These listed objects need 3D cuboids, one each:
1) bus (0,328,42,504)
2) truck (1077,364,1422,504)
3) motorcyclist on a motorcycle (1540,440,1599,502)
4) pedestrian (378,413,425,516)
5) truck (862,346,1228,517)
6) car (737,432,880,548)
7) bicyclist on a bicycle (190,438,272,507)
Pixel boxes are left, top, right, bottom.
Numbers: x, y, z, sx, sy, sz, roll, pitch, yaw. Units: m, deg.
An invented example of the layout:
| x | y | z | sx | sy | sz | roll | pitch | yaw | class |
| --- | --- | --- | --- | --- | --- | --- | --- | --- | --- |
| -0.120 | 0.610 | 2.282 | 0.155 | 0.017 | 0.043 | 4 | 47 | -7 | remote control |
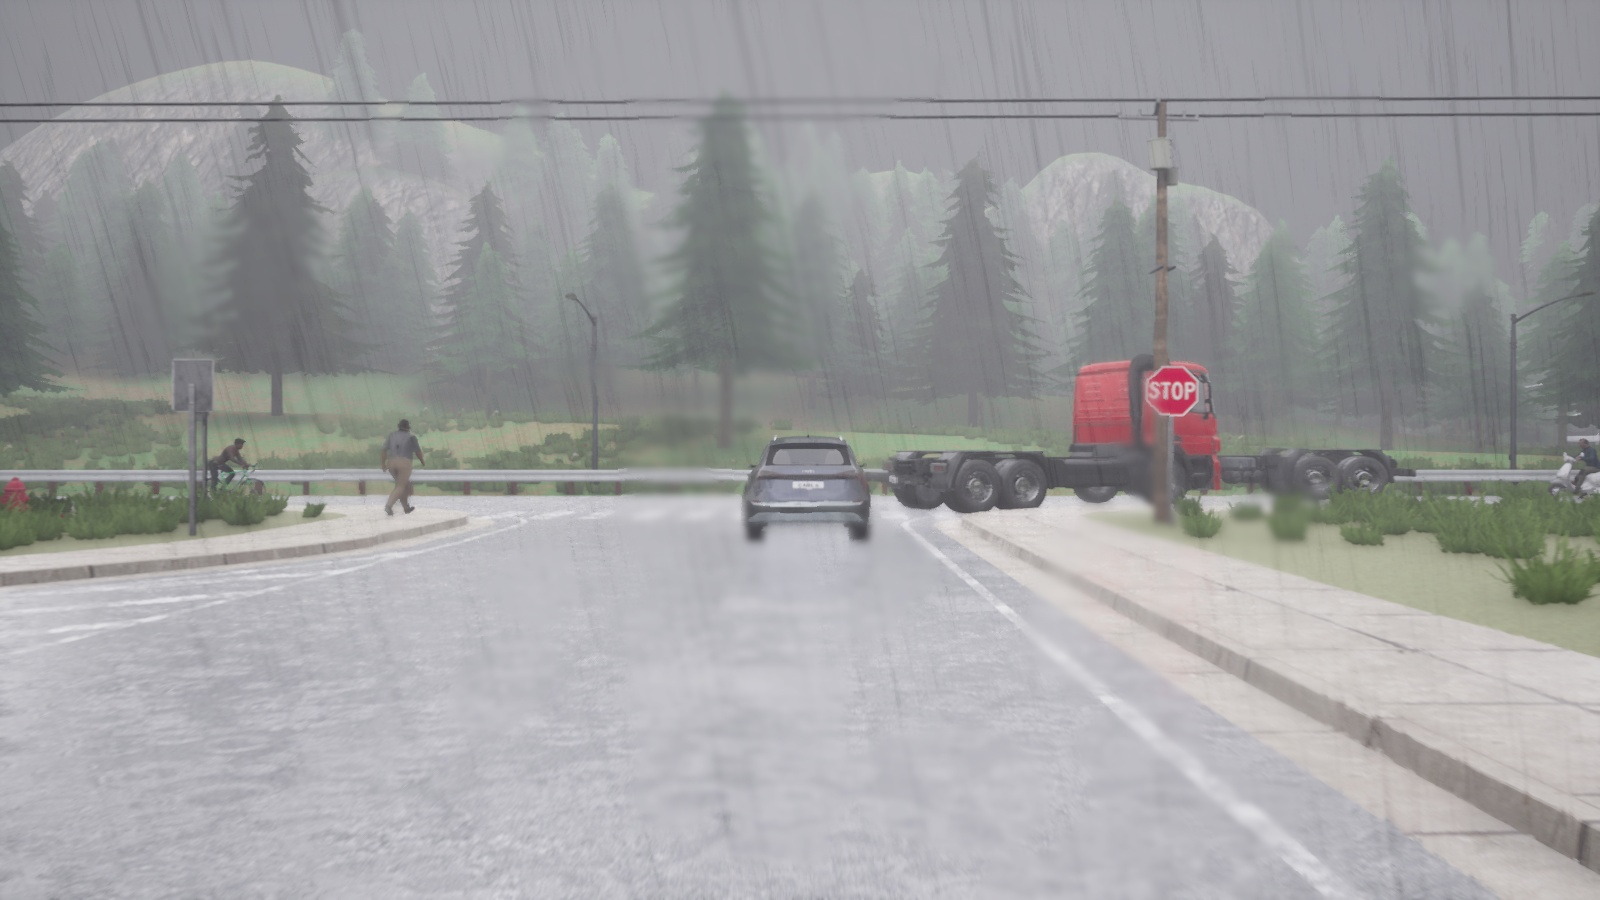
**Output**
| x | y | z | sx | sy | sz | roll | pitch | yaw | class |
| --- | --- | --- | --- | --- | --- | --- | --- | --- | --- |
| -24.391 | -0.819 | 29.979 | 10.273 | 4.253 | 3.944 | 0 | 0 | 1 | bus |
| 11.467 | -0.409 | 32.647 | 7.936 | 3.462 | 2.891 | 0 | 0 | 1 | truck |
| 20.281 | 0.533 | 32.445 | 1.817 | 1.590 | 0.866 | 0 | 0 | 1 | motorcyclist on a motorcycle |
| -7.278 | 0.267 | 22.945 | 0.540 | 1.848 | 0.694 | 0 | 0 | 15 | pedestrian |
| 5.594 | -0.392 | 28.404 | 7.936 | 3.462 | 2.891 | 0 | 0 | -25 | truck |
| 0.132 | 0.562 | 20.319 | 2.033 | 1.649 | 4.856 | 0 | 0 | 0 | car |
| -13.465 | 0.521 | 29.732 | 1.656 | 1.620 | 0.582 | 0 | 0 | 1 | bicyclist on a bicycle |
